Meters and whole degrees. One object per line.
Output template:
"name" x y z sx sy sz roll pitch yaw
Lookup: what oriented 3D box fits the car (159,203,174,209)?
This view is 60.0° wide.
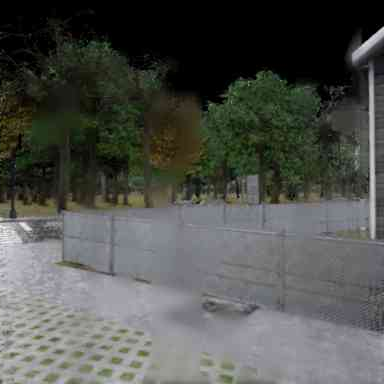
"car" -0.892 1.557 31.792 4.902 1.511 2.128 0 0 -31

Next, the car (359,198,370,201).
"car" 22.303 1.470 41.926 5.357 1.411 2.033 0 0 -31

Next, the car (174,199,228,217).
"car" 1.155 1.389 29.233 4.553 1.767 2.097 0 0 -31

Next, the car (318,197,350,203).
"car" 18.525 1.439 43.468 5.008 1.535 1.882 0 0 -31
